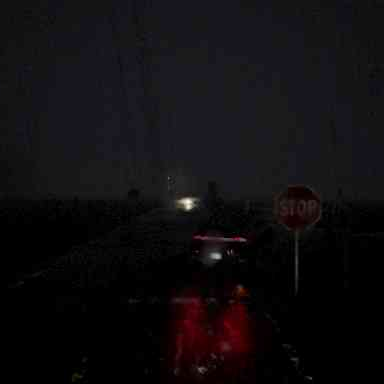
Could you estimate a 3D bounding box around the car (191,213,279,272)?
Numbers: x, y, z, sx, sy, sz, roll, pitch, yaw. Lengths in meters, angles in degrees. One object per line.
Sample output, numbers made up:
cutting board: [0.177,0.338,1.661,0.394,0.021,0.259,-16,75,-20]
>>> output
car: [1.545,1.438,10.766,2.128,1.511,4.902,0,0,23]
